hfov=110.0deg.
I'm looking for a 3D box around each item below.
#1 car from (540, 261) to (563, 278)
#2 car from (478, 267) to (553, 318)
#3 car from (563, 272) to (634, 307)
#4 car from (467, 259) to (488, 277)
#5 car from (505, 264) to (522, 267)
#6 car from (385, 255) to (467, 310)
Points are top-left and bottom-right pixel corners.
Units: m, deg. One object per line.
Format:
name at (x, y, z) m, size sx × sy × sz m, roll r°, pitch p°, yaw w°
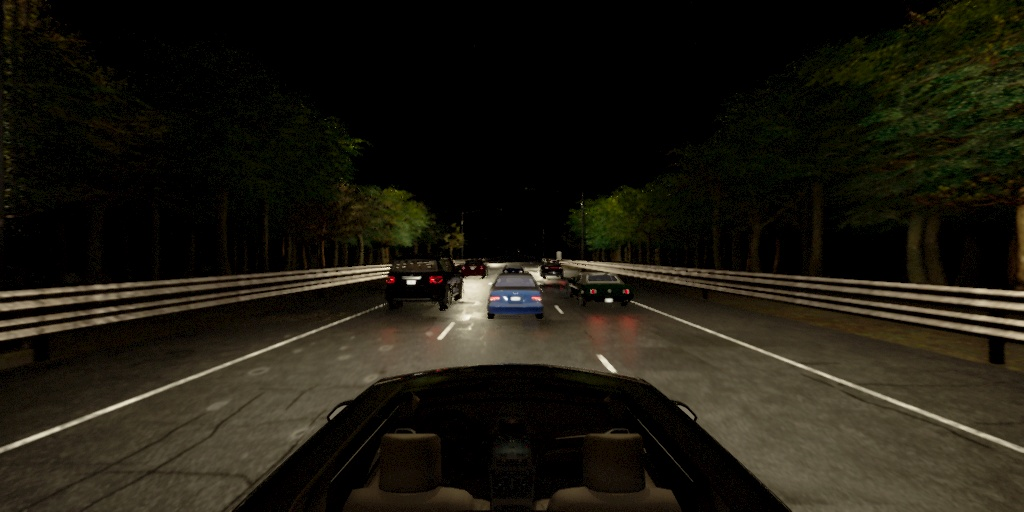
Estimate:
car at (3.611, 1.246, 33.235) m, size 2.128 × 1.511 × 4.902 m, roll 0°, pitch 0°, yaw 0°
car at (0.105, 1.299, 13.019) m, size 2.033 × 1.411 × 5.357 m, roll 0°, pitch 0°, yaw 0°
car at (3.604, 1.353, 15.515) m, size 1.895 × 1.301 × 4.718 m, roll 0°, pitch 0°, yaw 0°
car at (-3.390, 1.106, 33.007) m, size 2.097 × 1.767 × 4.553 m, roll 0°, pitch 0°, yaw 0°
car at (0.110, 1.355, 32.103) m, size 1.895 × 1.301 × 4.718 m, roll 0°, pitch 0°, yaw 0°
car at (-3.395, 0.974, 14.776) m, size 2.150 × 2.045 × 5.566 m, roll 0°, pitch 0°, yaw 0°
